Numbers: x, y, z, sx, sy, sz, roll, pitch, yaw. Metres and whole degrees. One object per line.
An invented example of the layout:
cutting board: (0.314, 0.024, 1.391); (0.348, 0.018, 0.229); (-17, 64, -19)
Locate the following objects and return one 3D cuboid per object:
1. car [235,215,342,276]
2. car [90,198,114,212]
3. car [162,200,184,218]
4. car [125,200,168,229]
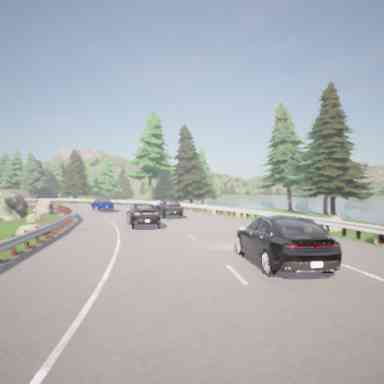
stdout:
car: (2.685, 1.481, 10.316); (1.837, 1.490, 4.892); (0, 0, -7)
car: (-10.720, 1.496, 39.544); (1.882, 1.535, 5.008); (0, 0, -29)
car: (-2.241, 1.475, 29.661); (2.128, 1.511, 4.902); (0, 0, -21)
car: (-3.273, 1.488, 21.833); (2.128, 1.511, 4.902); (0, 0, -16)
